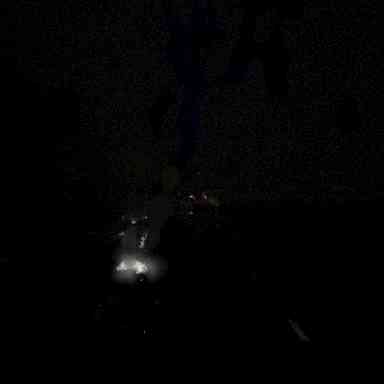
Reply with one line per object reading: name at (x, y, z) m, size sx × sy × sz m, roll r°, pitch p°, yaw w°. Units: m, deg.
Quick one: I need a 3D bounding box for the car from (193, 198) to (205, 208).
car at (1.037, 1.784, 52.697) m, size 1.812 × 1.442 × 4.674 m, roll 0°, pitch 0°, yaw 0°

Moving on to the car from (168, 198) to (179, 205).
car at (-3.524, 1.886, 65.467) m, size 1.994 × 1.385 × 4.181 m, roll 0°, pitch 0°, yaw 0°

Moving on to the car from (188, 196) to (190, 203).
car at (-0.019, 1.703, 77.611) m, size 2.128 × 1.511 × 4.902 m, roll 0°, pitch 0°, yaw 0°

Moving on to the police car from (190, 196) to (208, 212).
police car at (1.039, 1.641, 42.800) m, size 1.930 × 1.638 × 5.238 m, roll 0°, pitch 0°, yaw 0°

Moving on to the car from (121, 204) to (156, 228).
car at (-3.599, 1.613, 22.967) m, size 2.128 × 1.511 × 4.902 m, roll 0°, pitch 0°, yaw 0°
